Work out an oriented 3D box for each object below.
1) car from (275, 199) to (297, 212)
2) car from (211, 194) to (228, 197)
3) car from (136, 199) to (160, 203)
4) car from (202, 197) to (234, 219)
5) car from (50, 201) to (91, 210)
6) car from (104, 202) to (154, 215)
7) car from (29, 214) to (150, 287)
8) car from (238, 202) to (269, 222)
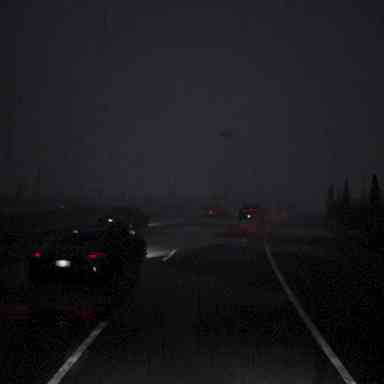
[{"bbox_3d":[11.578,1.623,41.154,1.812,1.442,4.674,0,0,29],"label":"car"},{"bbox_3d":[4.777,1.440,62.606,2.150,2.045,5.566,0,-1,39],"label":"car"},{"bbox_3d":[-5.563,1.553,38.664,1.882,1.535,5.008,0,0,24],"label":"car"},{"bbox_3d":[2.420,1.525,29.984,1.882,1.535,5.008,0,0,20],"label":"car"},{"bbox_3d":[-13.634,1.663,37.530,1.895,1.301,4.718,0,0,22],"label":"car"},{"bbox_3d":[-4.120,1.577,20.627,1.994,1.385,4.181,0,0,13],"label":"car"},{"bbox_3d":[-2.644,1.560,9.373,1.994,1.385,4.181,0,0,6],"label":"car"},{"bbox_3d":[4.963,1.542,26.742,1.837,1.490,4.892,0,-1,19],"label":"car"}]
